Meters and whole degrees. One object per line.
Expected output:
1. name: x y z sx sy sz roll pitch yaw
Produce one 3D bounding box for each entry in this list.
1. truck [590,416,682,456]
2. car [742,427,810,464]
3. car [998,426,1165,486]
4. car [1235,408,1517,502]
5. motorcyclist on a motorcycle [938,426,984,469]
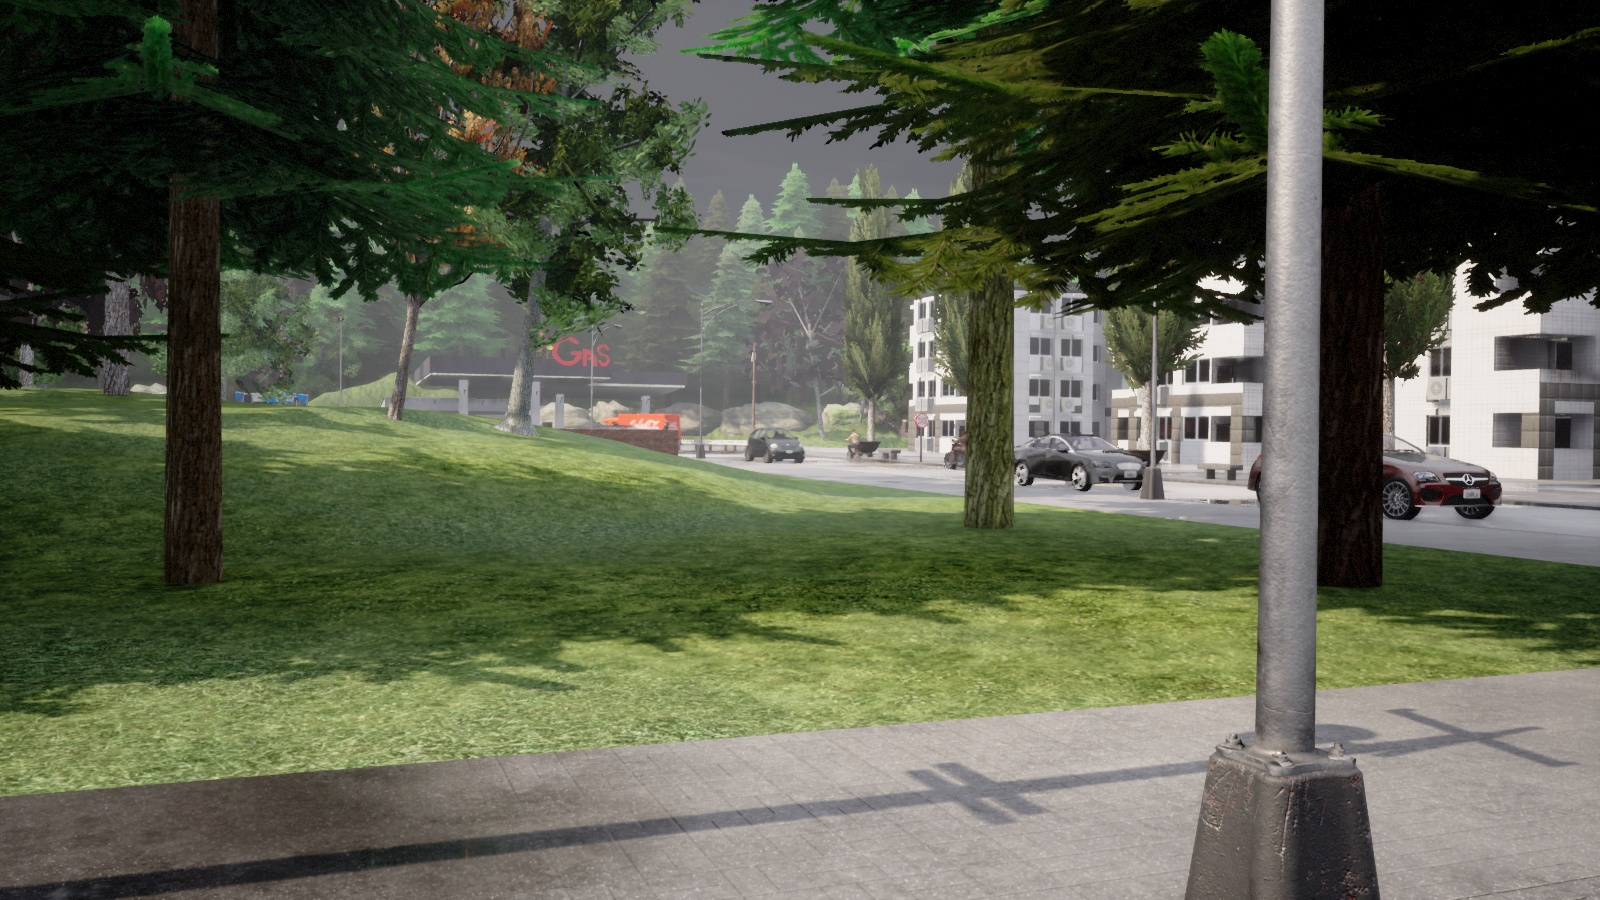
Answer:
1. truck: -10.490 -0.883 80.458 5.204 2.467 2.627 0 1 23
2. car: -1.141 -0.228 57.549 1.851 1.617 3.988 -1 1 -21
3. car: 7.614 0.109 34.499 2.128 1.511 4.902 -1 1 -21
4. car: 11.236 0.049 24.984 2.152 1.651 5.027 -1 1 -21
5. motorcyclist on a motorcycle: 6.285 -0.121 49.263 0.766 1.649 2.350 -1 1 -21
